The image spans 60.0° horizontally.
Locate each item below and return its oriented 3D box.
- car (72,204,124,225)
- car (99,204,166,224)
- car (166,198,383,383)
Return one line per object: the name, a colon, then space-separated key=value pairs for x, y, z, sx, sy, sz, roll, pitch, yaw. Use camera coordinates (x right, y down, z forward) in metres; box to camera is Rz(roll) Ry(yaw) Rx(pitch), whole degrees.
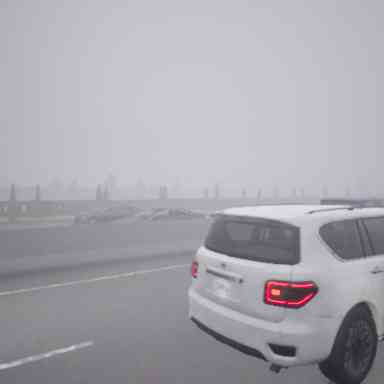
car: x=-5.232 y=1.530 z=21.634 sx=4.902 sy=1.511 sz=2.128 roll=0 pitch=0 yaw=-36
car: x=-1.514 y=1.491 z=15.693 sx=4.902 sy=1.511 sz=2.128 roll=0 pitch=0 yaw=-35
car: x=2.539 y=1.221 z=5.573 sx=5.566 sy=2.045 sz=2.150 roll=0 pitch=0 yaw=-36
